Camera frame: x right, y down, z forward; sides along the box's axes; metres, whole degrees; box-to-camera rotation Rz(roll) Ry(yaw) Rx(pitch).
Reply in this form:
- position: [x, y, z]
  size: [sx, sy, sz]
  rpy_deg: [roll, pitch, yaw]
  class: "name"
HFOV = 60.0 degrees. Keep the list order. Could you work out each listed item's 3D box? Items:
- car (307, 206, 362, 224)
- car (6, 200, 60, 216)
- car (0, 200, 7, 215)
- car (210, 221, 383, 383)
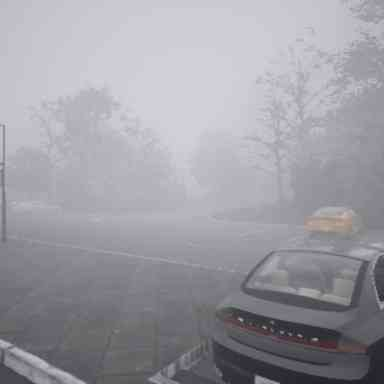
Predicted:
- position: [7.454, 1.479, 17.191]
  size: [2.097, 1.535, 5.008]
  rpy_deg: [0, 0, 36]
  class: "car"
- position: [-15.721, 1.627, 33.753]
  size: [2.002, 1.452, 4.674]
  rpy_deg: [0, 0, 36]
  class: "car"
- position: [-18.279, 1.600, 35.590]
  size: [2.097, 1.535, 5.008]
  rpy_deg: [0, 0, 36]
  class: "car"
- position: [2.100, 1.478, 4.940]
  size: [2.231, 1.521, 4.892]
  rpy_deg: [0, 0, 36]
  class: "car"
